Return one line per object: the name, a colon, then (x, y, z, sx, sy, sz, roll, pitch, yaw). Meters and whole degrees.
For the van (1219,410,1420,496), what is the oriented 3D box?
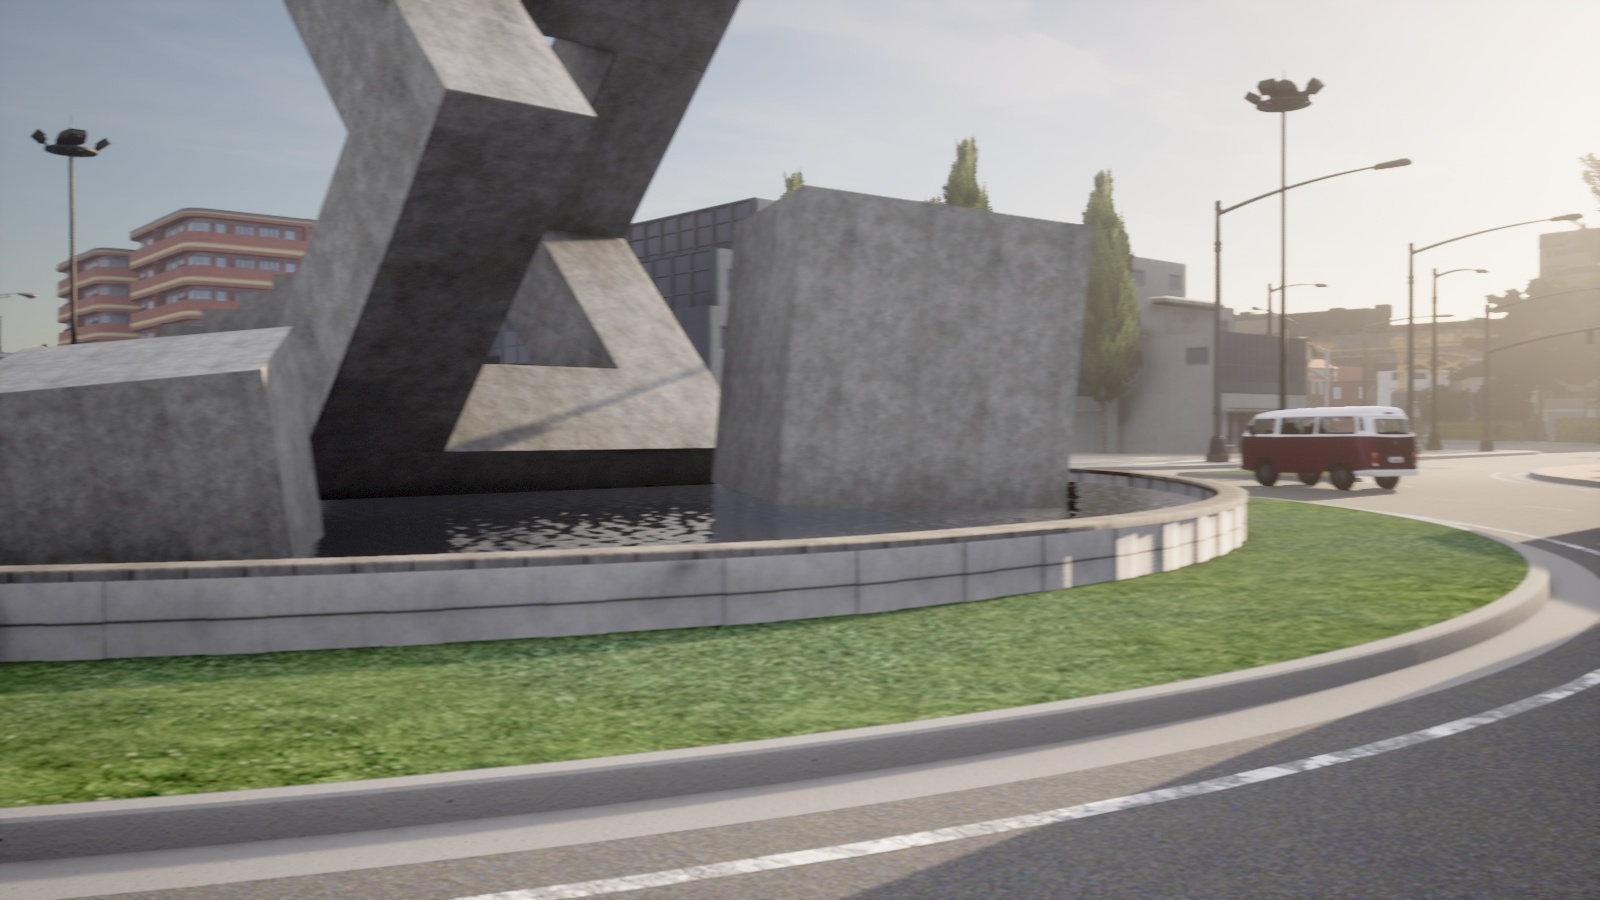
van: (13.089, 0.035, 31.943, 2.069, 2.038, 4.480, 0, 1, -24)
